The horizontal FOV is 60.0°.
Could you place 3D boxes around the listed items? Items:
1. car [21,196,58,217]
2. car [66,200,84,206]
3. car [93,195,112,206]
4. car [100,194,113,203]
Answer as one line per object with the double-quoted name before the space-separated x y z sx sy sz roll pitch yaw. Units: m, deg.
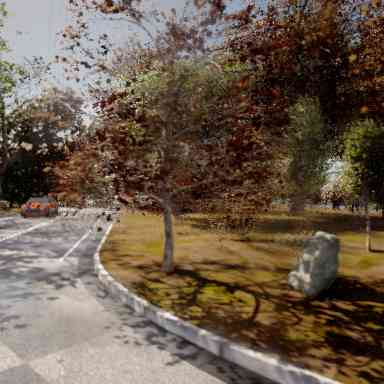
"car" -13.002 1.157 28.540 2.097 1.767 4.553 0 1 -10
"car" -16.330 1.087 46.687 1.882 1.535 5.008 0 0 -10
"car" -12.773 1.127 46.923 1.837 1.490 4.892 0 0 -11
"car" -14.681 1.100 57.168 1.837 1.490 4.892 0 0 -11
